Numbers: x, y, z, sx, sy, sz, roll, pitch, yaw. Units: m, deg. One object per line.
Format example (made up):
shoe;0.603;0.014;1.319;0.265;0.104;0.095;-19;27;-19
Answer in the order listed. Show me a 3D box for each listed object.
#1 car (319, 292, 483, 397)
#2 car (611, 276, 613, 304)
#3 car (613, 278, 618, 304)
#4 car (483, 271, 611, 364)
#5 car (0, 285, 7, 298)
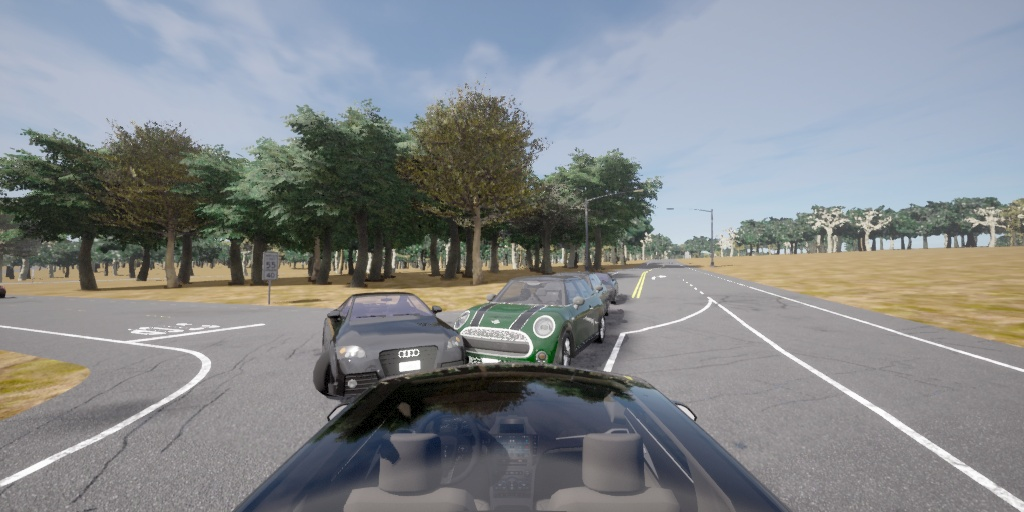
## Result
car;-2.355;1.376;6.633;1.994;1.385;4.181;1;-2;-29
car;2.022;1.344;12.151;2.097;1.767;4.553;-1;-1;21
car;4.216;1.509;17.878;1.994;1.385;4.181;-1;0;19
car;0.616;1.218;7.838;2.097;1.767;4.553;-1;-2;26
car;-40.862;2.563;27.396;4.181;1.385;1.994;-2;-3;22
